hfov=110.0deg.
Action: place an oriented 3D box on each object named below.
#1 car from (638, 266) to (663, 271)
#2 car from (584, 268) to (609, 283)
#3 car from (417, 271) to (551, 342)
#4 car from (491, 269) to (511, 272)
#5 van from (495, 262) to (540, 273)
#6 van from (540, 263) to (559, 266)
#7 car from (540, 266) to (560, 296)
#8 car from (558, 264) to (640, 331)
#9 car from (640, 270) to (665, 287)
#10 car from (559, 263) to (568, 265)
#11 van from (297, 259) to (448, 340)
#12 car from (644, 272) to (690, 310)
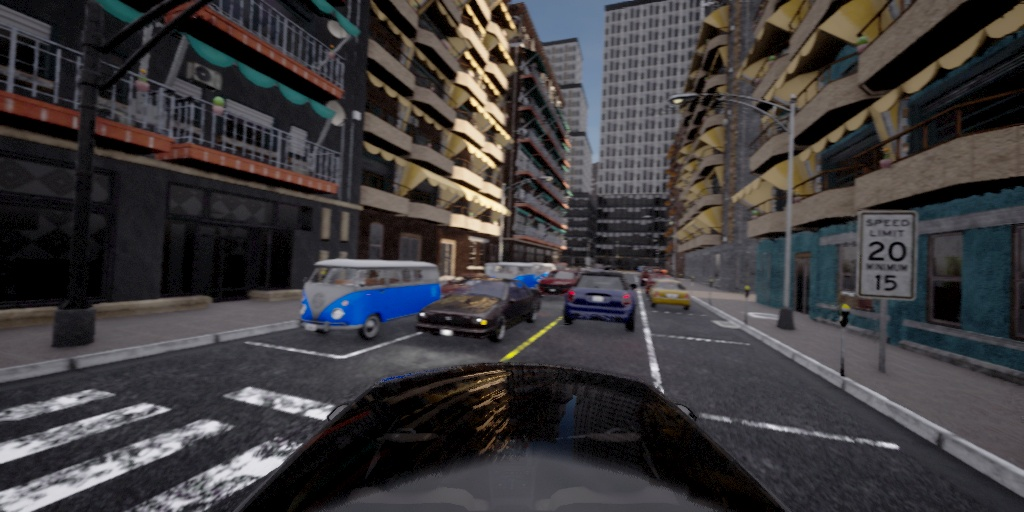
[{"bbox_3d":[12.990,1.918,33.566,2.192,1.841,5.009,0,0,19],"label":"car"},{"bbox_3d":[9.386,2.060,39.505,2.033,1.411,5.357,2,-1,19],"label":"car"},{"bbox_3d":[-0.559,1.334,10.287,2.033,1.411,5.357,2,-1,19],"label":"car"},{"bbox_3d":[-1.687,1.367,14.722,1.802,1.307,4.207,0,0,19],"label":"car"},{"bbox_3d":[0.118,1.257,20.064,1.690,1.789,3.998,0,0,19],"label":"van"},{"bbox_3d":[1.922,1.389,25.407,1.690,1.789,3.998,0,0,19],"label":"van"},{"bbox_3d":[2.841,1.511,20.342,1.882,1.535,5.008,2,-1,19],"label":"car"},{"bbox_3d":[3.177,1.318,12.424,2.097,1.767,4.553,2,-1,19],"label":"car"},{"bbox_3d":[9.381,1.883,22.881,1.888,1.381,4.507,0,0,19],"label":"car"},{"bbox_3d":[3.726,1.495,30.749,2.192,1.841,5.009,0,0,19],"label":"car"},{"bbox_3d":[-3.491,0.994,9.379,1.690,1.789,3.998,0,0,19],"label":"van"},{"bbox_3d":[7.631,1.731,17.700,1.751,1.417,4.829,0,0,19],"label":"car"}]
